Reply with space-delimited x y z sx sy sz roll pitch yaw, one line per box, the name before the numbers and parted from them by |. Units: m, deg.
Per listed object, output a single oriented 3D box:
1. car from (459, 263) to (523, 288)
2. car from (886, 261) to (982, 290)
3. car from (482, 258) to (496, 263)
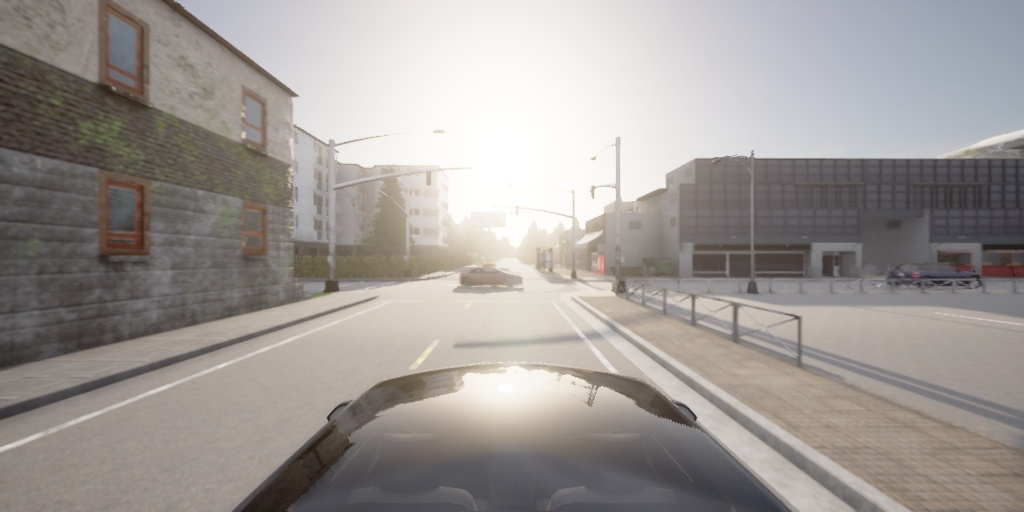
car | -1.359 1.368 23.567 4.181 1.385 1.994 0 -1 0
car | 27.775 1.226 23.642 4.553 1.767 2.097 0 0 0
car | -3.565 1.124 56.007 1.882 1.535 5.008 0 0 1
